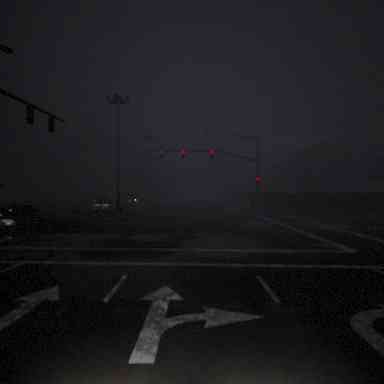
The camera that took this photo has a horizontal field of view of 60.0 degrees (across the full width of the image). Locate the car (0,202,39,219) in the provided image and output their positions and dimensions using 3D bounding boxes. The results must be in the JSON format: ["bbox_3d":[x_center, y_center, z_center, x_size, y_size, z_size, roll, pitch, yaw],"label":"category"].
[{"bbox_3d":[-15.047,1.524,28.382,1.895,1.301,4.718,0,0,0],"label":"car"}]

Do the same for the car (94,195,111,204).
[{"bbox_3d":[-15.115,1.377,56.368,1.837,1.490,4.892,0,2,0],"label":"car"}]

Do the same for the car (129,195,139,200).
[{"bbox_3d":[-14.996,1.300,85.713,1.895,1.301,4.718,0,0,0],"label":"car"}]
